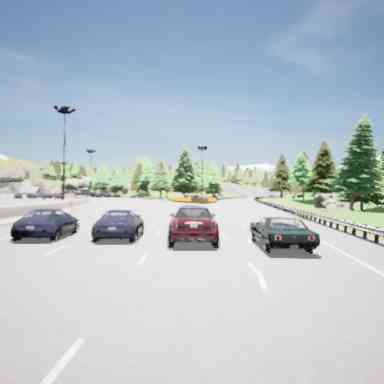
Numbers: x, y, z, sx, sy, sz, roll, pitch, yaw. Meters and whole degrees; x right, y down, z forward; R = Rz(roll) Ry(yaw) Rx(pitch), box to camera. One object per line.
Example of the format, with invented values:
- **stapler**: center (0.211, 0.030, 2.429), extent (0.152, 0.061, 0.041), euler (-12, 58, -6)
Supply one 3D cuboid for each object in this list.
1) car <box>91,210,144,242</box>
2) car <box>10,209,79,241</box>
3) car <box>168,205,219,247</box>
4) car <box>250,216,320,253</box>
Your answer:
- **car**: center (-3.511, 1.553, 16.326), extent (1.994, 1.385, 4.181), euler (1, 0, -2)
- **car**: center (-7.008, 1.500, 16.263), extent (1.994, 1.385, 4.181), euler (1, 0, -2)
- **car**: center (0.026, 1.390, 15.345), extent (2.097, 1.767, 4.553), euler (1, 0, -1)
- **car**: center (3.704, 1.692, 14.172), extent (1.895, 1.301, 4.718), euler (1, 0, 1)
